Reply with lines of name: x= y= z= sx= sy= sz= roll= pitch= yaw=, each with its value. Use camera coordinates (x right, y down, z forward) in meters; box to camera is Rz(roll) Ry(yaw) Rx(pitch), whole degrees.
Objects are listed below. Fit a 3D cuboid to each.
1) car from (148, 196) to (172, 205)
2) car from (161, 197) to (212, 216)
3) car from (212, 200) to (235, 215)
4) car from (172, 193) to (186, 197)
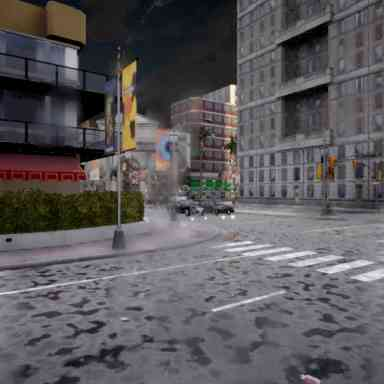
car: x=-6.266 y=1.505 z=59.597 sx=1.837 sy=1.490 sz=4.892 roll=0 pitch=0 yaw=-44
car: x=-0.645 y=1.492 z=32.190 sx=2.128 sy=1.511 sz=4.902 roll=0 pitch=0 yaw=-35
car: x=2.039 y=1.547 z=34.455 sx=2.033 sy=1.411 sz=5.357 roll=0 pitch=0 yaw=-35
car: x=-2.554 y=1.221 z=62.282 sx=2.150 sy=2.045 sz=5.566 roll=0 pitch=0 yaw=-15
